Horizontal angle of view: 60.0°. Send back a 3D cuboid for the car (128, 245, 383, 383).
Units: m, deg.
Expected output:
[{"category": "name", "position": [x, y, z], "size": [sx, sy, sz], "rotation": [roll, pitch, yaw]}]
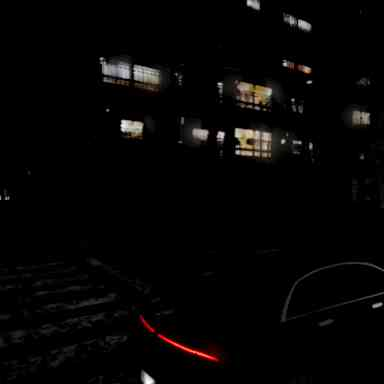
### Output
[{"category": "car", "position": [1.576, 1.501, 4.478], "size": [4.892, 1.490, 1.837], "rotation": [0, 0, -35]}]
